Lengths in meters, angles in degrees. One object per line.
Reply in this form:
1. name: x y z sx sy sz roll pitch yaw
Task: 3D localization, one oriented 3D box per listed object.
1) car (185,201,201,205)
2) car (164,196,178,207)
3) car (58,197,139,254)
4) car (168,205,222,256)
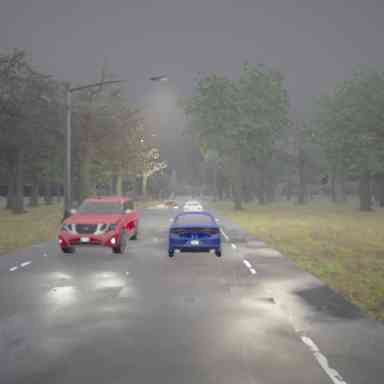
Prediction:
1. car: 0.088 1.600 31.060 1.812 1.442 4.674 0 0 0
2. car: -3.573 1.562 56.775 2.097 1.767 4.553 0 0 0
3. car: -3.606 1.248 13.968 2.150 2.045 5.566 0 0 0
4. car: 0.097 1.502 13.329 1.882 1.535 5.008 0 0 0
